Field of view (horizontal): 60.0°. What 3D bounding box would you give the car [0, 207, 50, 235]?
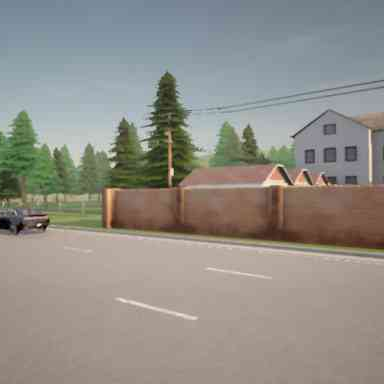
[{"bbox_3d":[-10.604,1.690,20.148,4.902,1.511,2.128,-1,0,35],"label":"car"}]
